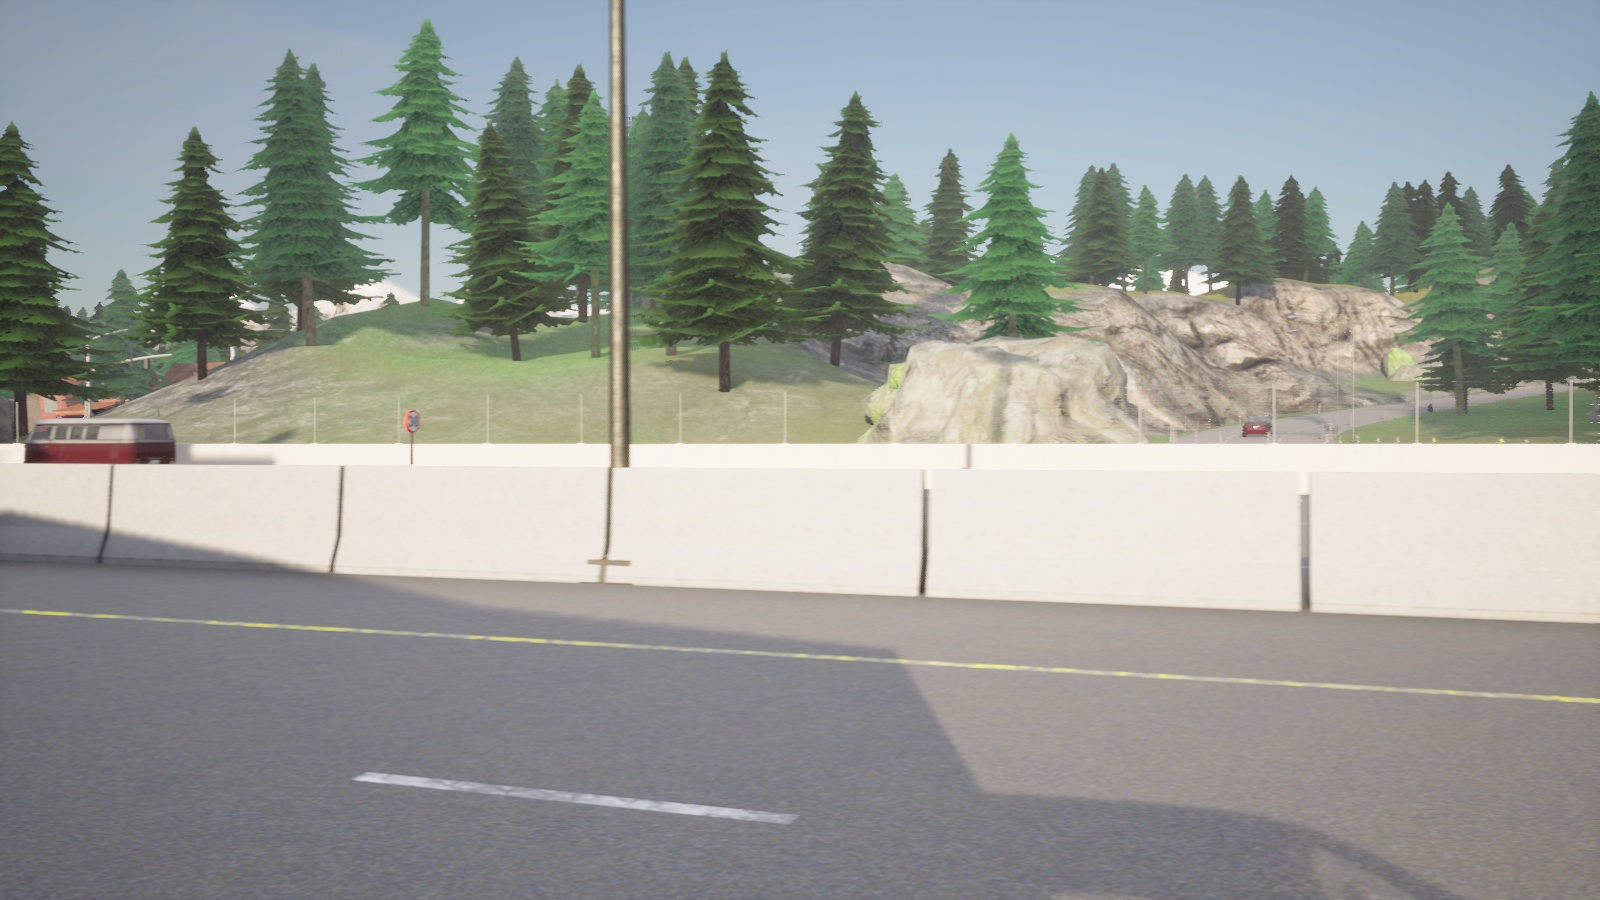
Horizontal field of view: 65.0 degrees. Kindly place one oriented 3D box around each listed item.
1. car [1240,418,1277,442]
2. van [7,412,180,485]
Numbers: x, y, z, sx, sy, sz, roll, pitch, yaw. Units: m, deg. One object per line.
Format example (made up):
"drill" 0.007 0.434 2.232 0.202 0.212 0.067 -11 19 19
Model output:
"car" 33.610 -1.505 91.996 2.163 1.488 4.792 1 4 25
"van" -20.127 -0.070 35.808 4.442 1.987 1.775 1 1 19
